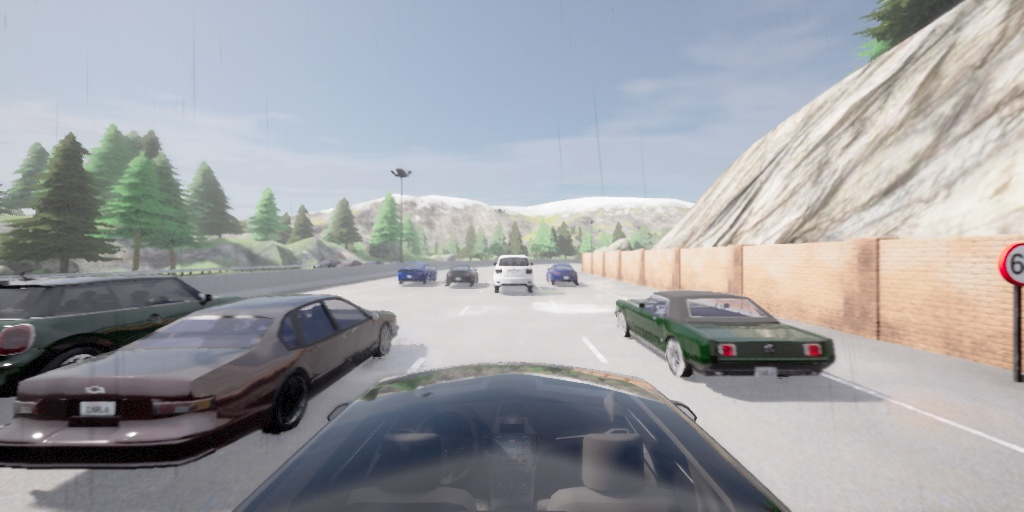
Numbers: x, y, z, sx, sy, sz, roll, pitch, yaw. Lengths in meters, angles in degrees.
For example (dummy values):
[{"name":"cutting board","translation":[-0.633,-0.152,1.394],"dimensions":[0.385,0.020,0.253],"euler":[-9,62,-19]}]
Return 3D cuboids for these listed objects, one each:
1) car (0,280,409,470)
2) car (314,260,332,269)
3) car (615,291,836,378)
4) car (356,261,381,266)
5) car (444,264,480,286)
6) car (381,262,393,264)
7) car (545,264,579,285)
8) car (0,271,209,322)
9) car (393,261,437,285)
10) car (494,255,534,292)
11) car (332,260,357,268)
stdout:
[{"name":"car","translation":[-3.400,1.299,5.452],"dimensions":[2.033,1.411,5.357],"euler":[0,0,0]},{"name":"car","translation":[-26.815,1.267,52.468],"dimensions":[2.128,1.511,4.902],"euler":[0,0,9]},{"name":"car","translation":[3.601,1.353,7.291],"dimensions":[1.895,1.301,4.718],"euler":[0,0,0]},{"name":"car","translation":[-19.889,1.339,51.501],"dimensions":[1.994,1.385,4.181],"euler":[0,0,9]},{"name":"car","translation":[-3.410,1.287,24.966],"dimensions":[1.812,1.442,4.674],"euler":[0,0,0]},{"name":"car","translation":[-16.378,1.346,51.356],"dimensions":[1.994,1.385,4.181],"euler":[0,0,10]},{"name":"car","translation":[3.591,1.287,25.948],"dimensions":[1.812,1.442,4.674],"euler":[0,0,0]},{"name":"car","translation":[-6.899,1.104,6.482],"dimensions":[2.097,1.767,4.553],"euler":[0,0,0]},{"name":"car","translation":[-6.894,1.239,26.557],"dimensions":[1.882,1.535,5.008],"euler":[0,0,0]},{"name":"car","translation":[0.104,0.981,21.373],"dimensions":[2.150,2.045,5.566],"euler":[0,0,0]},{"name":"car","translation":[-23.366,1.300,51.877],"dimensions":[1.812,1.442,4.674],"euler":[0,0,9]}]
